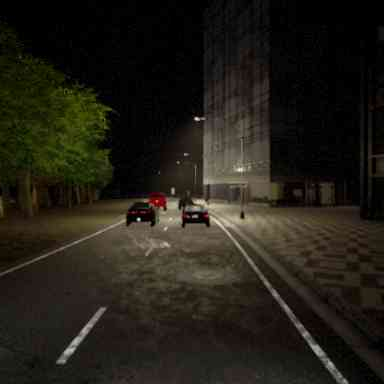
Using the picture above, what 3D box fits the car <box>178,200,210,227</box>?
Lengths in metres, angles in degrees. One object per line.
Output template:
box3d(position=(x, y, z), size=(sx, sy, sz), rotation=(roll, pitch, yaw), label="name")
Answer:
box3d(position=(0.200, 1.498, 22.470), size=(2.033, 1.411, 5.357), rotation=(0, 0, -1), label="car")

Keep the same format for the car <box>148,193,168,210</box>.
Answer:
box3d(position=(-4.186, 1.139, 40.538), size=(2.150, 2.045, 5.566), rotation=(0, 0, -4), label="car")

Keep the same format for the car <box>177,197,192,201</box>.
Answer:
box3d(position=(-0.851, 1.418, 42.605), size=(1.837, 1.490, 4.892), rotation=(0, 0, -5), label="car")

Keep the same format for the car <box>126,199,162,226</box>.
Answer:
box3d(position=(-3.323, 1.453, 22.891), size=(1.837, 1.490, 4.892), rotation=(0, 0, -1), label="car")
